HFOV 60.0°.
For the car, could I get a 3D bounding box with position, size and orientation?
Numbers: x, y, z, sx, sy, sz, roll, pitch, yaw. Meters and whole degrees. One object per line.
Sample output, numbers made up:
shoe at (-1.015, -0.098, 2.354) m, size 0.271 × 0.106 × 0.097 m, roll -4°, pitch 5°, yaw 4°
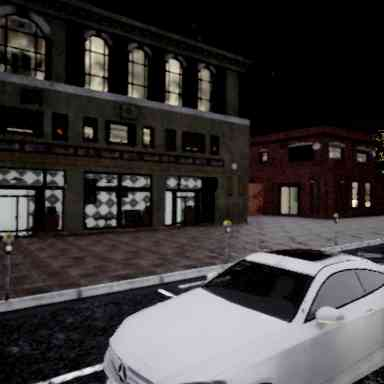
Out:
car at (1.261, 1.527, 4.271) m, size 4.674 × 1.442 × 1.812 m, roll 0°, pitch 0°, yaw -35°
